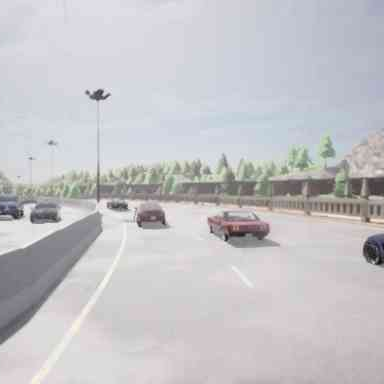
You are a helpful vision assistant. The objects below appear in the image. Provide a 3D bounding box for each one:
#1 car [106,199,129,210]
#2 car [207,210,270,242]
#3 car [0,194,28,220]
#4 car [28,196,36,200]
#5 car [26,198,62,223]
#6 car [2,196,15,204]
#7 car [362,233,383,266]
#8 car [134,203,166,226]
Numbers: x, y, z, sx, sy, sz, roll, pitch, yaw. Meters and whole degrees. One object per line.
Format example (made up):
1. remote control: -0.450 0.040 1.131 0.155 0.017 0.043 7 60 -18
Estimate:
1. car: -9.212 1.496 40.663 1.895 1.301 4.718 -1 0 -24
2. car: 2.037 1.526 16.135 1.895 1.301 4.718 0 0 -9
3. car: -15.692 1.221 28.266 2.150 2.045 5.566 0 0 -20
4. car: -30.127 1.475 62.314 1.837 1.490 4.892 -1 0 -32
5. car: -11.177 1.478 25.638 1.837 1.490 4.892 0 0 -17
6. car: -35.685 1.507 64.578 1.837 1.490 4.892 -1 0 -32
7. car: 6.473 1.498 8.783 1.994 1.385 4.181 0 0 -5
8. car: -2.946 1.453 22.824 1.812 1.442 4.674 0 0 -14
